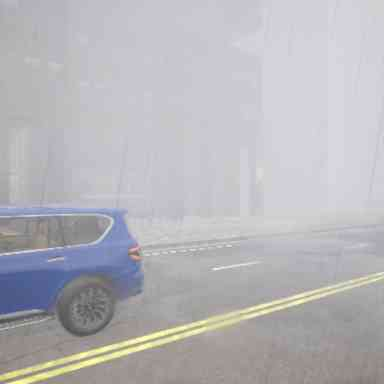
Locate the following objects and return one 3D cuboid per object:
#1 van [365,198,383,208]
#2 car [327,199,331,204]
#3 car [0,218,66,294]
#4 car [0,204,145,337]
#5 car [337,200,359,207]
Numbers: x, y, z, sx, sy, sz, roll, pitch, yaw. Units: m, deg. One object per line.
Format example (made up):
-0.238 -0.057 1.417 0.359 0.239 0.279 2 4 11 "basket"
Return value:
34.281 2.021 61.693 1.690 1.788 3.998 0 0 -36 "van"
31.357 2.189 80.439 1.802 1.307 4.206 0 0 -36 "car"
-5.719 1.496 7.583 5.008 1.535 1.882 1 -1 -36 "car"
-3.455 1.238 5.205 5.566 2.045 2.150 1 -1 -36 "car"
30.995 2.245 66.288 1.802 1.307 4.206 0 0 -36 "car"
